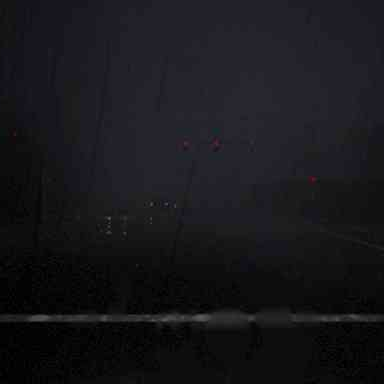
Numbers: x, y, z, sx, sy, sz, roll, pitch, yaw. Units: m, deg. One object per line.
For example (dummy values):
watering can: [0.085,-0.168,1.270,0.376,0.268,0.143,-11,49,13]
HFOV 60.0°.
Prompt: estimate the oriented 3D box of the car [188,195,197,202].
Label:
car: [0.058,1.469,74.588,1.994,1.385,4.181,0,0,0]

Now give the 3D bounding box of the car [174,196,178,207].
car: [-3.546,1.600,47.930,1.994,1.385,4.181,0,0,0]

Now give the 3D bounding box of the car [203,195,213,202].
car: [3.558,1.442,74.586,2.128,1.511,4.902,0,0,0]

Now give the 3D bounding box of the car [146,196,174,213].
car: [-3.559,1.380,37.700,2.097,1.767,4.553,0,0,0]

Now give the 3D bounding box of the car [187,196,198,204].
car: [0.050,1.553,64.479,1.837,1.490,4.892,0,0,0]

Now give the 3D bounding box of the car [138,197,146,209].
car: [-7.050,1.513,46.907,1.882,1.535,5.008,0,0,0]

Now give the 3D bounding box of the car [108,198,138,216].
car: [-7.068,1.551,33.606,1.812,1.442,4.674,0,0,0]

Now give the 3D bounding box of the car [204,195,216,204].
car: [3.550,1.401,64.446,2.097,1.767,4.553,0,0,0]

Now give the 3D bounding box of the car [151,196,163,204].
car: [-6.953,1.553,65.946,1.837,1.490,4.892,0,0,0]
